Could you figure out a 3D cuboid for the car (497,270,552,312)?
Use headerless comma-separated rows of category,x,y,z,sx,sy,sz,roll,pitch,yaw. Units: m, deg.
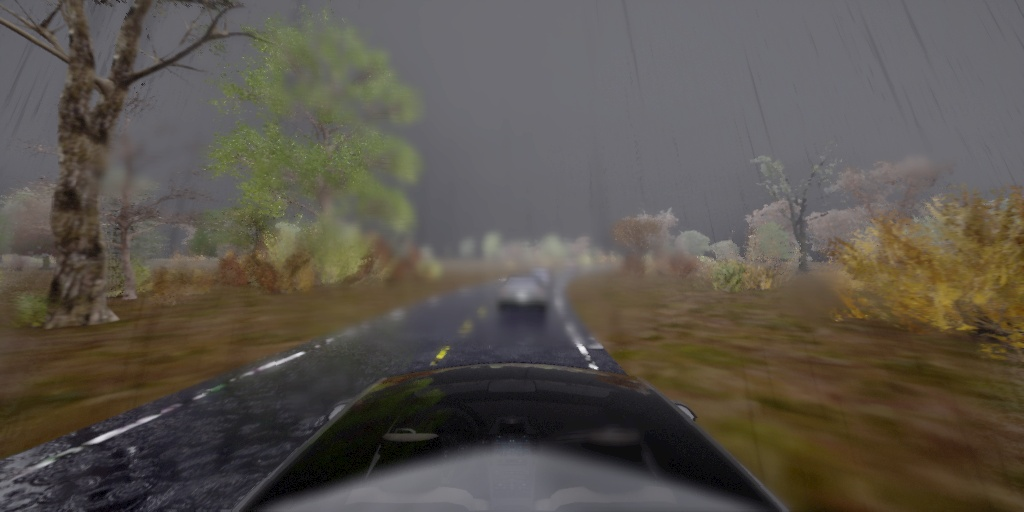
car,0.572,1.463,15.143,1.994,1.385,4.181,0,-1,6

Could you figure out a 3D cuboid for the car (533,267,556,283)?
car,2.430,1.603,28.914,2.033,1.411,5.357,0,-1,11
